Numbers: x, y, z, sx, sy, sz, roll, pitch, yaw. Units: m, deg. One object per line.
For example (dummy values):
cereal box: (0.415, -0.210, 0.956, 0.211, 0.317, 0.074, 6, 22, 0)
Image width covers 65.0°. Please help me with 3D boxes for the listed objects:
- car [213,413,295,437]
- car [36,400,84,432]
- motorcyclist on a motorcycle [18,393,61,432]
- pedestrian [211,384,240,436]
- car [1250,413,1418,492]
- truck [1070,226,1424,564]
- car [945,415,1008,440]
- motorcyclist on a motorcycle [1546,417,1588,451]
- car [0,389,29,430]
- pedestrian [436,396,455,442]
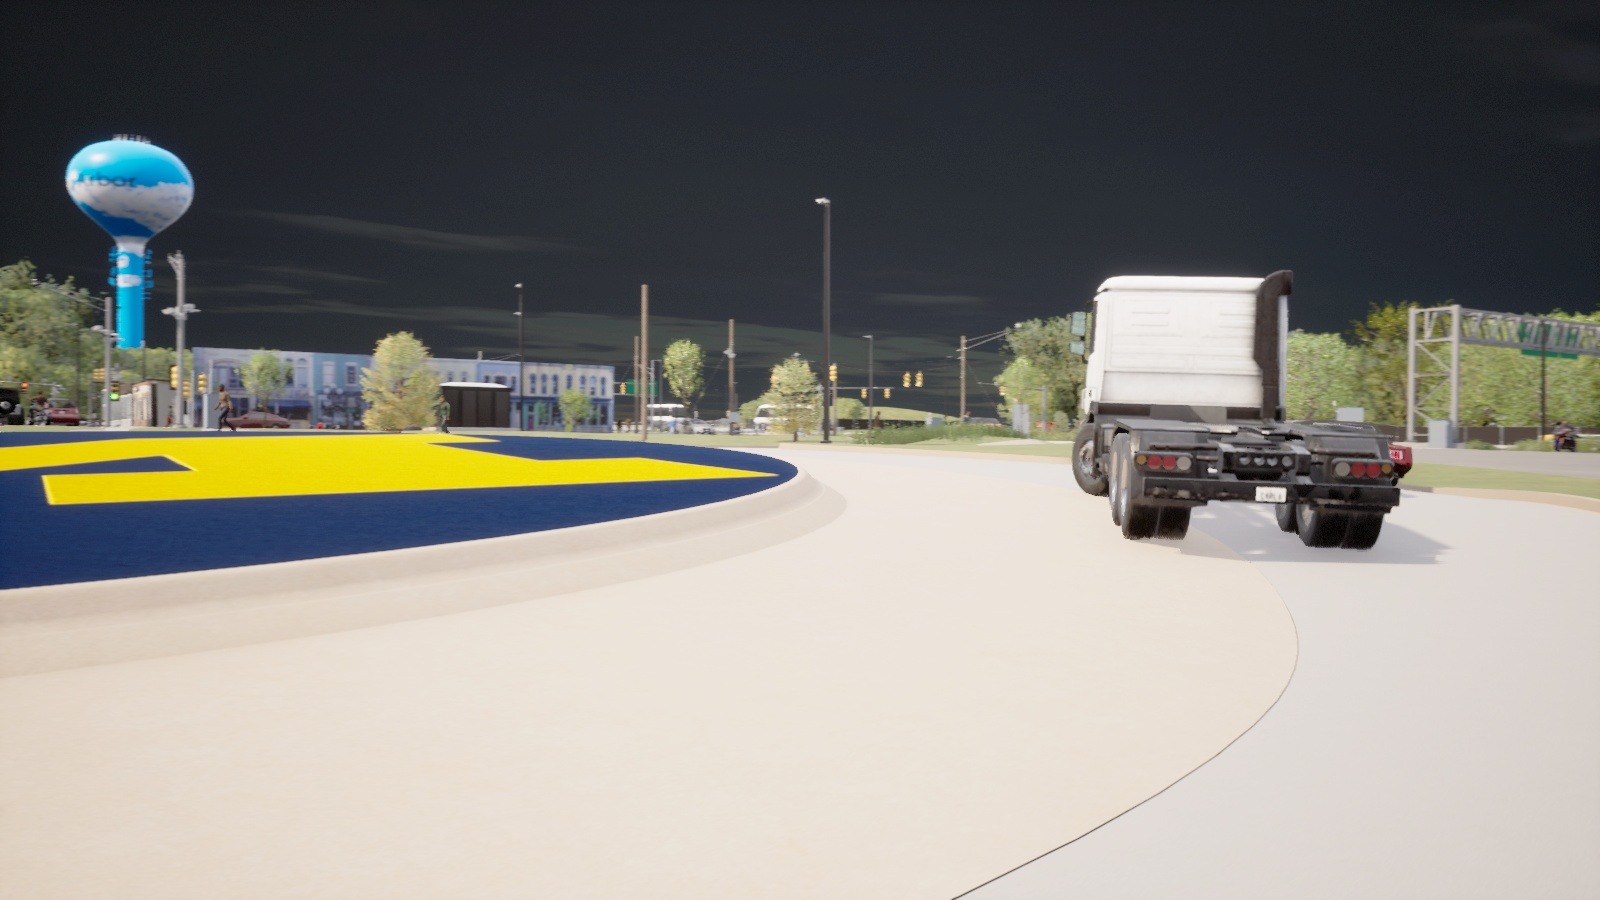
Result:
car: (-36.016, -1.624, 82.862, 4.674, 1.442, 1.812, 1, -1, -33)
car: (-40.325, -1.824, 68.365, 1.851, 1.617, 3.988, 0, 0, -36)
motorcyclist on a motorcycle: (-32.580, -1.613, 53.786, 2.350, 1.649, 0.766, 2, 1, 38)
pedestrian: (-20.329, -1.400, 44.410, 0.328, 1.805, 0.869, 0, 0, 40)
car: (10.560, 0.041, 25.226, 1.895, 1.301, 4.718, 4, 1, 8)
truck: (5.474, -0.859, 17.061, 2.891, 3.462, 7.936, 2, 4, 8)
car: (12.921, -1.668, 92.346, 2.097, 1.767, 4.553, 0, 1, -33)
motorcyclist on a motorcycle: (35.880, -0.753, 58.731, 2.191, 1.530, 0.866, 1, 1, -36)
car: (-38.587, -1.915, 60.540, 1.905, 1.878, 3.866, 0, 0, -40)
pedestrian: (-14.201, -1.230, 50.284, 0.614, 1.847, 0.353, 0, 0, -41)
